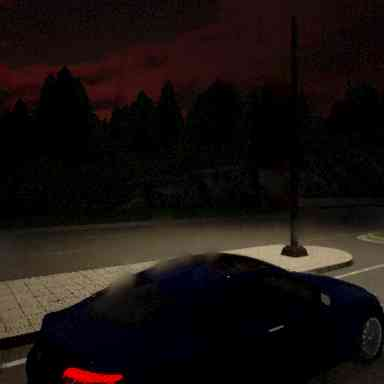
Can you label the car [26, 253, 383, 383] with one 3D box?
[{"bbox_3d":[0.548,1.525,4.136,4.674,1.442,1.812,0,0,-35],"label":"car"}]
